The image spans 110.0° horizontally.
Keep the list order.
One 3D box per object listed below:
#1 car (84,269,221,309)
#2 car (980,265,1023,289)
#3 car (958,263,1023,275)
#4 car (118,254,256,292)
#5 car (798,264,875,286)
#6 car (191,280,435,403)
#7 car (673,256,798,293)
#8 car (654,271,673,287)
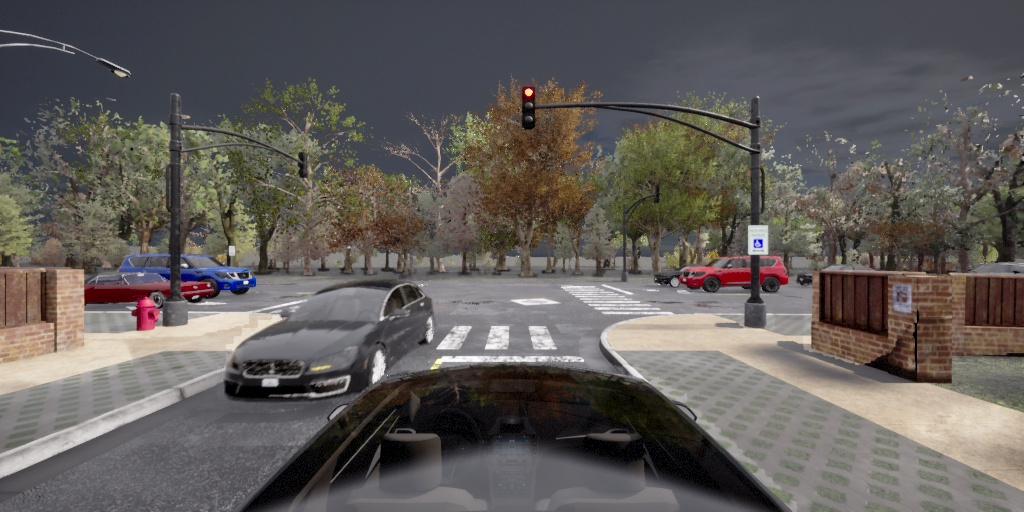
[{"bbox_3d":[-14.634,1.294,13.997,4.718,1.301,1.895,0,0,-3],"label":"car"},{"bbox_3d":[35.197,1.372,23.994,4.902,1.511,2.128,0,0,0],"label":"car"},{"bbox_3d":[28.243,1.205,20.748,4.553,1.767,2.097,0,0,0],"label":"car"},{"bbox_3d":[-15.561,0.916,17.247,5.566,2.045,2.150,0,0,0],"label":"car"},{"bbox_3d":[21.878,1.315,23.995,5.008,1.535,1.882,0,0,0],"label":"car"},{"bbox_3d":[-2.791,1.254,6.696,1.837,1.490,4.892,-1,0,2],"label":"car"},{"bbox_3d":[12.739,1.021,20.735,5.566,2.045,2.150,0,0,0],"label":"car"},{"bbox_3d":[12.116,1.283,23.986,5.008,1.535,1.882,0,0,0],"label":"car"}]
